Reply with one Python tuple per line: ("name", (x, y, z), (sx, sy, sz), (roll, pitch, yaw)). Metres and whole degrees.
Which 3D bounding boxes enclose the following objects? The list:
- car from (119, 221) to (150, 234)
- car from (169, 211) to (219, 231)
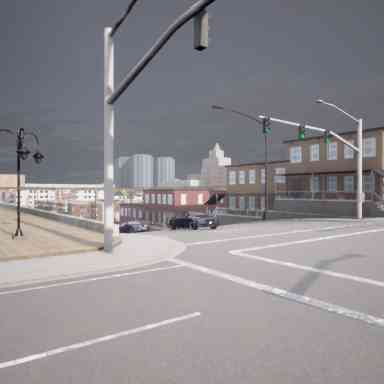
("car", (-5.810, 3.504, 32.152), (1.812, 1.442, 4.674), (0, -12, -37))
("car", (0.061, 2.054, 24.187), (1.994, 1.385, 4.181), (0, -4, -36))
